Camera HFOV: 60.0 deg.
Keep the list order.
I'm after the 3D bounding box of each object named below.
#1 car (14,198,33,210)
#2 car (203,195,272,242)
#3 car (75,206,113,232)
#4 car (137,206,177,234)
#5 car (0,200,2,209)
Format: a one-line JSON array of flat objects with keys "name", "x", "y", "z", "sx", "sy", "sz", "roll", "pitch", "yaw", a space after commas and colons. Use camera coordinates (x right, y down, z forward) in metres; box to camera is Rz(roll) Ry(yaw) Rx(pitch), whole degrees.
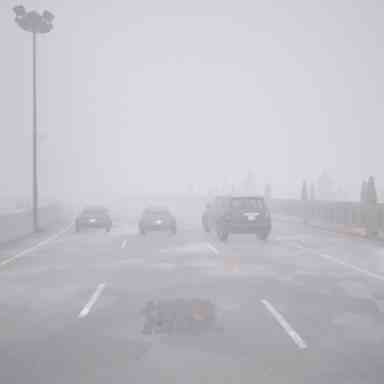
[{"name": "car", "x": -20.878, "y": 1.487, "z": 41.299, "sx": 2.033, "sy": 1.411, "sz": 5.357, "roll": 0, "pitch": 0, "yaw": -27}, {"name": "car", "x": 2.017, "y": 1.160, "z": 16.380, "sx": 2.150, "sy": 2.045, "sz": 5.566, "roll": 0, "pitch": 0, "yaw": -9}, {"name": "car", "x": -5.862, "y": 1.519, "z": 20.143, "sx": 1.994, "sy": 1.385, "sz": 4.181, "roll": 0, "pitch": 0, "yaw": -12}, {"name": "car", "x": -2.084, "y": 1.508, "z": 19.131, "sx": 1.994, "sy": 1.385, "sz": 4.181, "roll": 0, "pitch": 0, "yaw": -11}, {"name": "car", "x": -26.069, "y": 1.441, "z": 43.481, "sx": 2.128, "sy": 1.511, "sz": 4.902, "roll": 0, "pitch": 0, "yaw": -29}]
